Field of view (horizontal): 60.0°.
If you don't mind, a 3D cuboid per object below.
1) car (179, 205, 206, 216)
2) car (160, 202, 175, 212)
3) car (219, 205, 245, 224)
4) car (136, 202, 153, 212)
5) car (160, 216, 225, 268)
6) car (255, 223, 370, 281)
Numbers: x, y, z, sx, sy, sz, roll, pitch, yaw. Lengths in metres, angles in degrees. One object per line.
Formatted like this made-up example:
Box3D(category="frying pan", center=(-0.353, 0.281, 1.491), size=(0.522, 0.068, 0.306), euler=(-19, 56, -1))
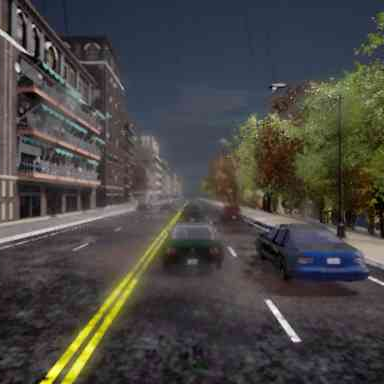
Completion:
Box3D(category="car", center=(0.039, 1.816, 27.337), size=(1.837, 1.490, 4.892), euler=(0, 0, 1))
Box3D(category="car", center=(-3.362, 2.096, 46.927), size=(1.994, 1.385, 4.181), euler=(0, -1, -1))
Box3D(category="car", center=(3.296, 1.843, 28.058), size=(1.812, 1.442, 4.674), euler=(0, 0, 1))
Box3D(category="car", center=(-6.612, 2.096, 46.927), size=(1.994, 1.385, 4.181), euler=(0, -1, -1))
Box3D(category="car", center=(0.035, 1.734, 11.713), size=(1.895, 1.301, 4.718), euler=(0, -1, 1))
Box3D(category="car", center=(3.269, 1.663, 10.162), size=(2.033, 1.411, 5.357), euler=(0, -1, 0))
